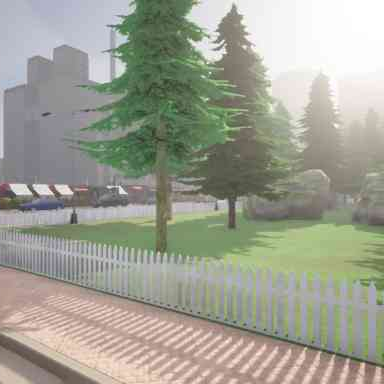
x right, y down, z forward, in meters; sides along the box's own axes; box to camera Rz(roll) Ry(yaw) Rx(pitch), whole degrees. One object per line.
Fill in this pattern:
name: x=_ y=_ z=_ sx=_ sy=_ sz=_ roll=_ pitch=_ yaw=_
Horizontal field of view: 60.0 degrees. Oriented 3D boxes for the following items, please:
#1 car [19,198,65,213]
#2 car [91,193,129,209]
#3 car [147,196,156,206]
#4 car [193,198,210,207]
car: x=-16.695 y=1.477 z=37.154 sx=1.882 sy=1.535 sz=5.008 roll=0 pitch=0 yaw=34
car: x=-11.047 y=1.221 z=45.513 sx=2.150 sy=2.045 sz=5.566 roll=0 pitch=0 yaw=34
car: x=-5.257 y=1.351 z=54.017 sx=2.097 sy=1.767 sz=4.553 roll=0 pitch=0 yaw=34
car: x=2.205 y=1.600 z=52.279 sx=1.895 sy=1.301 sz=4.718 roll=0 pitch=0 yaw=34
